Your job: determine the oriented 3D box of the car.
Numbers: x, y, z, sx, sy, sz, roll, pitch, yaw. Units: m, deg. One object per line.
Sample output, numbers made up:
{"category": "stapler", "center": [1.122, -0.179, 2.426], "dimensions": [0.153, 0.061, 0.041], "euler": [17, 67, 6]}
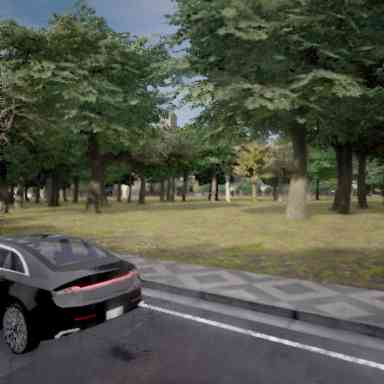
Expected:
{"category": "car", "center": [-3.081, 1.544, 6.191], "dimensions": [4.902, 1.511, 2.128], "euler": [-1, 0, 36]}
